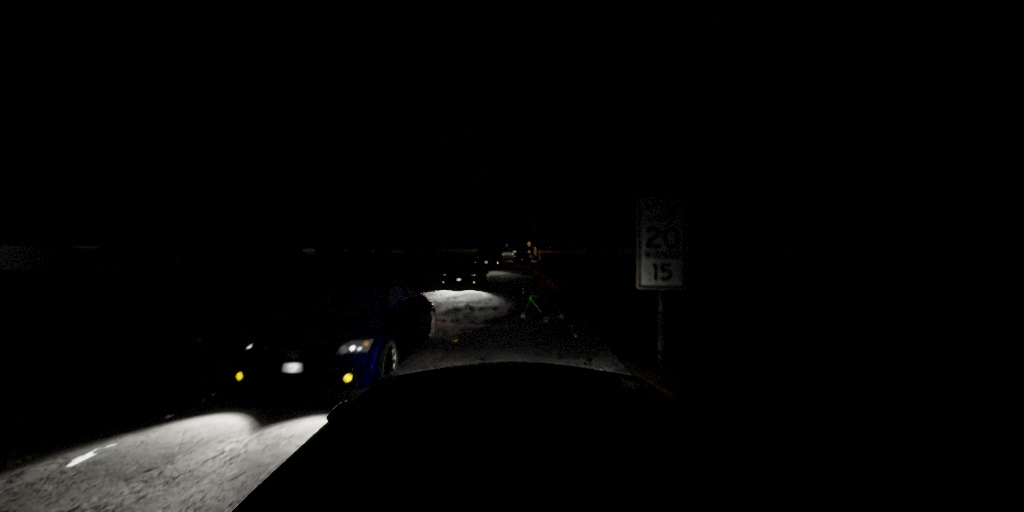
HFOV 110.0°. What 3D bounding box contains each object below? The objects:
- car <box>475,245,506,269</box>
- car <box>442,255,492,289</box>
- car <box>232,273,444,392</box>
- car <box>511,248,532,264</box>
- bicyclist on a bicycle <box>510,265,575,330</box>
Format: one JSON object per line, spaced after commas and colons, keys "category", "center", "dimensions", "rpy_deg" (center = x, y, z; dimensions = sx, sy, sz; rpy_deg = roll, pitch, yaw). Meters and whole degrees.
{"category": "car", "center": [-2.007, 0.016, 31.942], "dimensions": [2.150, 2.045, 5.566], "rpy_deg": [0, 2, 2]}
{"category": "car", "center": [-2.402, 0.844, 18.667], "dimensions": [1.994, 1.385, 4.181], "rpy_deg": [0, 2, 2]}
{"category": "car", "center": [-2.753, 1.194, 6.572], "dimensions": [1.994, 1.385, 4.181], "rpy_deg": [0, 1, 2]}
{"category": "car", "center": [1.086, 0.090, 38.640], "dimensions": [1.812, 1.442, 4.674], "rpy_deg": [0, 2, 2]}
{"category": "bicyclist on a bicycle", "center": [0.770, 1.051, 8.986], "dimensions": [1.656, 1.620, 0.582], "rpy_deg": [1, 1, 2]}
